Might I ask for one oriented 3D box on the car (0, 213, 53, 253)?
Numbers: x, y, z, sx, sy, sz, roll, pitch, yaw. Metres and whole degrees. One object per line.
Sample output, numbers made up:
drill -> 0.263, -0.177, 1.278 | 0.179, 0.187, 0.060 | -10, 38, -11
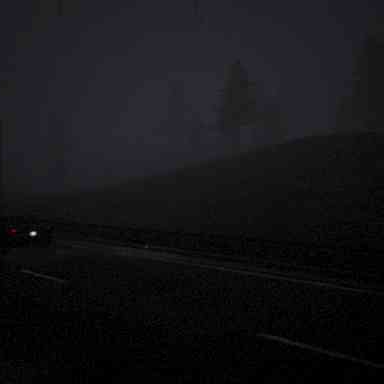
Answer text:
car -> -7.630, 1.543, 13.732 | 4.181, 1.385, 1.994 | 0, 0, 36
